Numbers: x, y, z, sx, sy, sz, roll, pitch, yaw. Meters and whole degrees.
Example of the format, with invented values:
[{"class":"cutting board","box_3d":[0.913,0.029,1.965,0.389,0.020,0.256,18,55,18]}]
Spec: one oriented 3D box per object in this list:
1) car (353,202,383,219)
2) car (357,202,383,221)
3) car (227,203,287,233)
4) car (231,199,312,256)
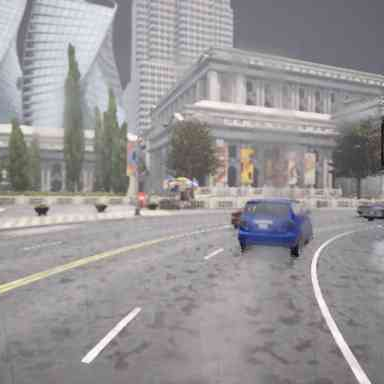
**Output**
[{"class":"car","box_3d":[18.424,1.765,32.723,4.902,1.511,2.128,1,0,-26]},{"class":"car","box_3d":[16.627,1.791,28.034,5.357,1.411,2.033,1,0,-31]},{"class":"car","box_3d":[4.327,1.572,21.386,1.882,1.535,5.008,0,0,36]},{"class":"car","box_3d":[3.584,1.291,13.790,2.150,2.045,5.566,0,0,25]}]
